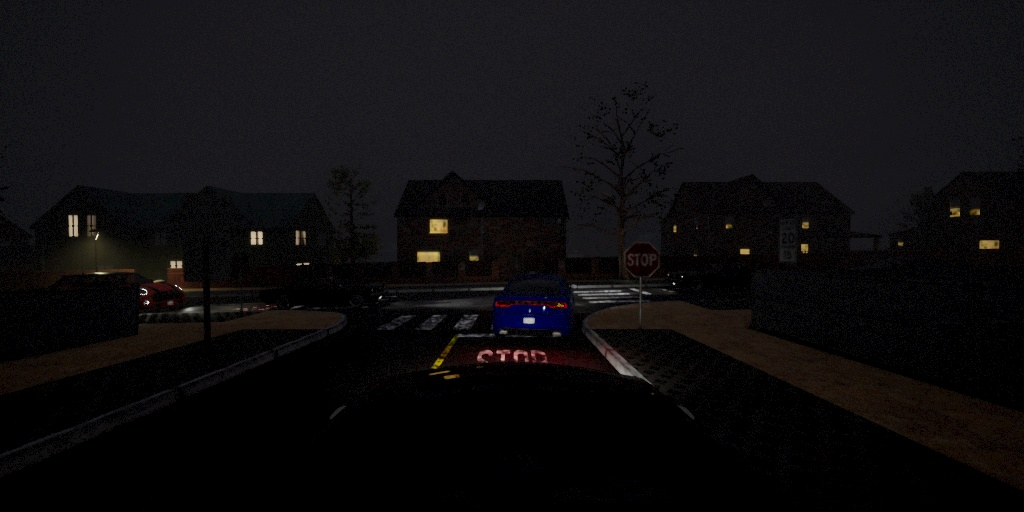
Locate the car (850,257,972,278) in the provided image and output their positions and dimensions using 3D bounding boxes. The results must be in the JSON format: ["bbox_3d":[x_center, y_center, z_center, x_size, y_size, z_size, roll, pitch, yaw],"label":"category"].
[{"bbox_3d":[20.047,0.753,18.257,5.357,1.411,2.033,-1,1,0],"label":"car"}]

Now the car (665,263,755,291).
[{"bbox_3d":[10.401,1.034,18.216,4.718,1.301,1.895,-1,1,-1],"label":"car"}]

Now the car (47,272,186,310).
[{"bbox_3d":[-16.806,1.472,15.266,4.553,1.767,2.097,-1,1,0],"label":"car"}]

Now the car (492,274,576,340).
[{"bbox_3d":[0.782,1.226,10.075,1.882,1.535,5.008,0,0,10],"label":"car"}]

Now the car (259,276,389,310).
[{"bbox_3d":[-7.819,1.506,15.278,4.718,1.301,1.895,-1,1,0],"label":"car"}]
